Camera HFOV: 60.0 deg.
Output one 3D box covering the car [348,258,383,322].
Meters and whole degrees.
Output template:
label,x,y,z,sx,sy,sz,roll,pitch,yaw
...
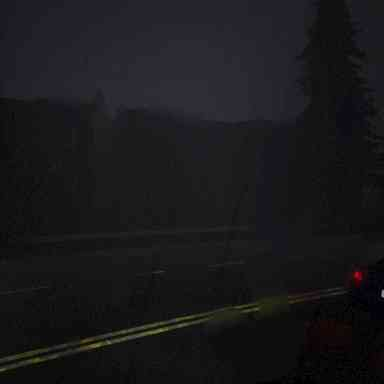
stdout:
label,x,y,z,sx,sy,sz,roll,pitch,yaw
car,4.874,1.564,5.935,4.181,1.385,1.994,0,0,-25
